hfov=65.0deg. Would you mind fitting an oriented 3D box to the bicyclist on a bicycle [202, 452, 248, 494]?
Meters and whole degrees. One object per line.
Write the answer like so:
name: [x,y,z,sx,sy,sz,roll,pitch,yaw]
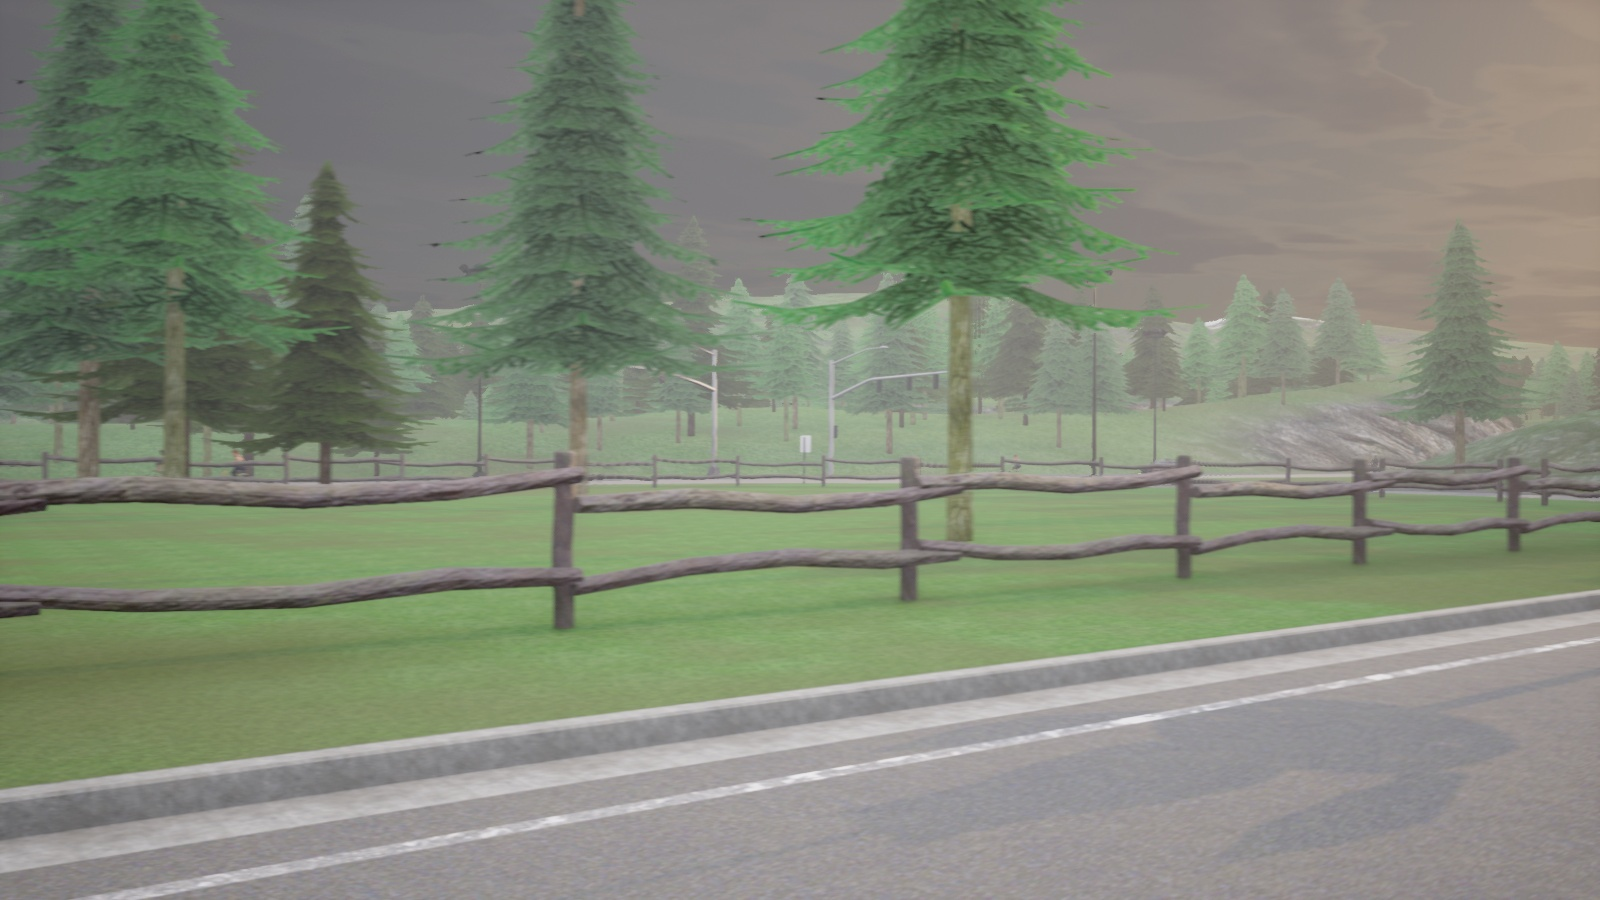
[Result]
bicyclist on a bicycle: [-22.617,0.881,49.402,1.509,1.612,0.866,0,0,-34]
